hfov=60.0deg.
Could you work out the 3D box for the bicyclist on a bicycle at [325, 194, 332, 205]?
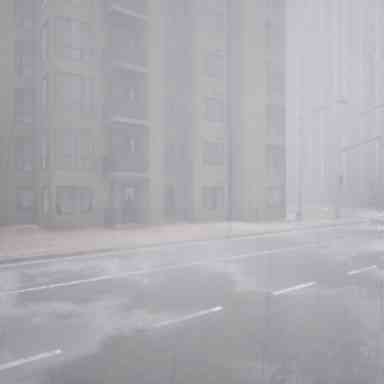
[{"bbox_3d":[20.222,1.178,49.337,1.656,1.620,0.582,-1,0,-35],"label":"bicyclist on a bicycle"}]
